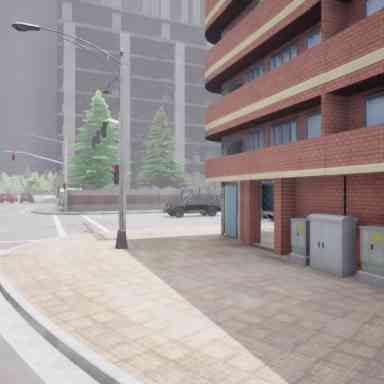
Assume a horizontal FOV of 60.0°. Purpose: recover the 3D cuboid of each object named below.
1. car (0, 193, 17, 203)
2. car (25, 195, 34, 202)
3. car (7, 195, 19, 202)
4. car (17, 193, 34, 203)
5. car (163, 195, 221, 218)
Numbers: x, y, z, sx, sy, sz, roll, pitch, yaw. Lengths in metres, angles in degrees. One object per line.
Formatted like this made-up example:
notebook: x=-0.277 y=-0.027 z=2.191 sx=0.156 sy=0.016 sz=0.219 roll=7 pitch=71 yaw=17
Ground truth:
car: x=-37.966 y=1.225 z=68.479 sx=2.150 sy=2.045 sz=5.566 roll=0 pitch=0 yaw=-23
car: x=-38.721 y=1.524 z=79.253 sx=1.812 sy=1.442 sz=4.674 roll=0 pitch=0 yaw=-23
car: x=-42.107 y=1.540 z=78.274 sx=2.033 sy=1.411 sz=5.357 roll=0 pitch=0 yaw=-23
car: x=-34.599 y=1.225 z=69.503 sx=2.150 sy=2.045 sz=5.566 roll=0 pitch=0 yaw=-23
car: x=0.124 y=1.277 z=31.329 sx=5.566 sy=2.045 sz=2.150 roll=0 pitch=0 yaw=-22
